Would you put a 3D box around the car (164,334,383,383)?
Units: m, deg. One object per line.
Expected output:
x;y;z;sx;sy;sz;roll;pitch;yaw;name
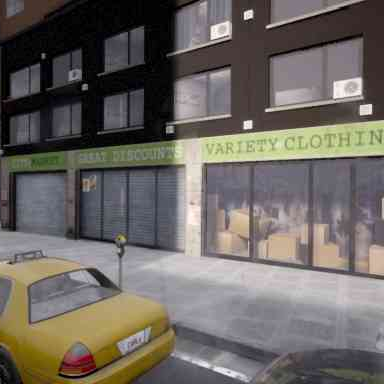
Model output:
2.239;1.551;1.527;4.403;1.369;2.008;0;1;35;car

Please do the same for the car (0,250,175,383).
-2.499;1.524;4.796;4.829;1.417;1.752;0;1;35;car
